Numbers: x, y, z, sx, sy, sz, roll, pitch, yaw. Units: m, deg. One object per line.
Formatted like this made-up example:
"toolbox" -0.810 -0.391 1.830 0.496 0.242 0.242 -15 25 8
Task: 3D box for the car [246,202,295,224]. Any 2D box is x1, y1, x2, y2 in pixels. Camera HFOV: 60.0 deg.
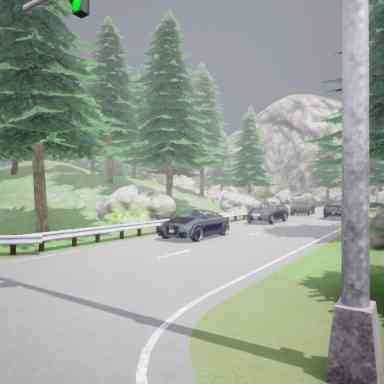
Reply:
"car" 5.738 1.509 24.941 2.128 1.511 4.902 0 0 34

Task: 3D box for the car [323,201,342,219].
"car" 12.798 1.566 29.035 2.128 1.511 4.902 0 -1 33

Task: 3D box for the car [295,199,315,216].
"car" 11.222 1.524 33.563 1.837 1.490 4.892 0 0 27

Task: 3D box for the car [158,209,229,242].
"car" 0.189 1.580 16.688 1.994 1.385 4.181 0 0 34
